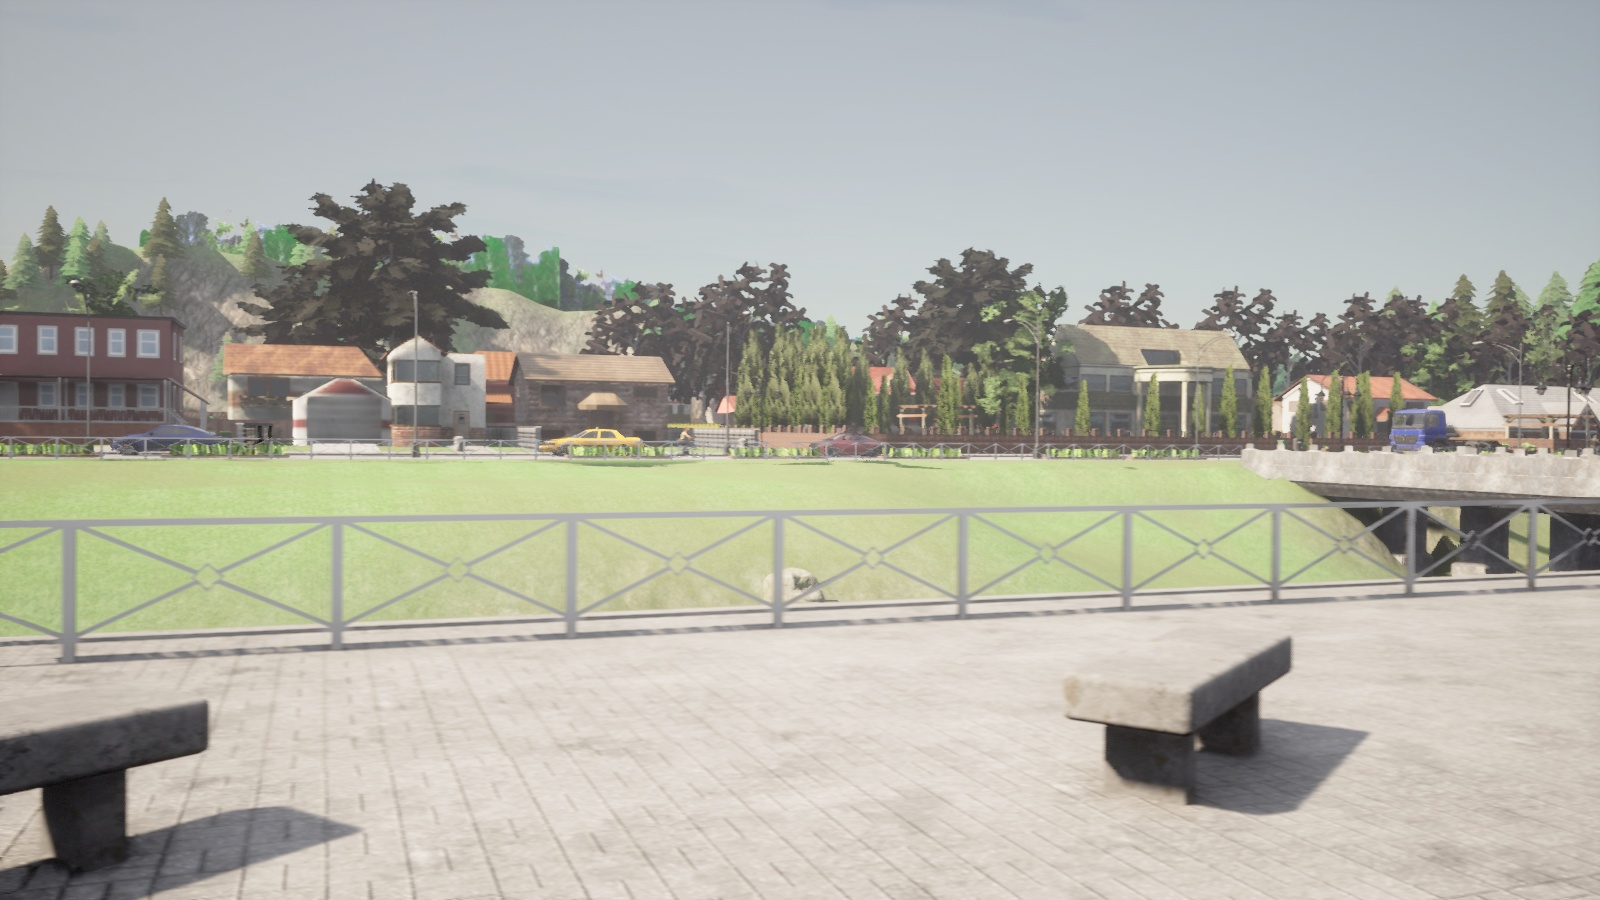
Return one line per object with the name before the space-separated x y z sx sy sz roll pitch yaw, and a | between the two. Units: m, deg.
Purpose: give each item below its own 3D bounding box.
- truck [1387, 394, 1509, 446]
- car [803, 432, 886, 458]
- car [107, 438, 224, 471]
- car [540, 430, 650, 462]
truck | 44.751 -2.079 86.728 7.936 3.462 2.891 -1 1 -21
car | 2.509 -0.316 70.713 4.181 1.385 1.994 -1 1 -21
car | -29.527 0.190 58.559 4.674 1.442 1.812 -1 1 -21
car | -10.718 -0.216 65.693 5.366 1.575 1.801 -1 1 -21
